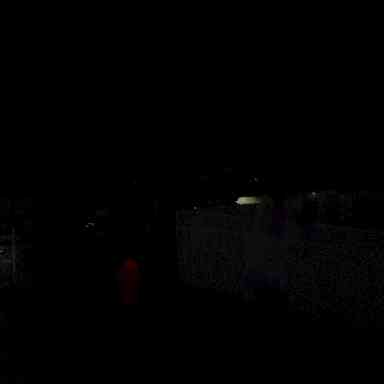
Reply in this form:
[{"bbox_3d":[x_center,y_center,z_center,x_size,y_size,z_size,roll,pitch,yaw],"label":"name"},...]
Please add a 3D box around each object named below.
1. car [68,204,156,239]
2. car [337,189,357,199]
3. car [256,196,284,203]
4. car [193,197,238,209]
[{"bbox_3d":[-4.045,1.458,17.502,1.882,1.535,5.008,-3,-1,36],"label":"car"},{"bbox_3d":[23.378,0.579,50.007,2.150,2.045,5.566,-3,-1,37],"label":"car"},{"bbox_3d":[8.044,1.207,33.999,1.882,1.535,5.008,-3,-1,36],"label":"car"},{"bbox_3d":[1.867,1.207,25.587,2.097,1.767,4.553,-3,-1,34],"label":"car"}]
